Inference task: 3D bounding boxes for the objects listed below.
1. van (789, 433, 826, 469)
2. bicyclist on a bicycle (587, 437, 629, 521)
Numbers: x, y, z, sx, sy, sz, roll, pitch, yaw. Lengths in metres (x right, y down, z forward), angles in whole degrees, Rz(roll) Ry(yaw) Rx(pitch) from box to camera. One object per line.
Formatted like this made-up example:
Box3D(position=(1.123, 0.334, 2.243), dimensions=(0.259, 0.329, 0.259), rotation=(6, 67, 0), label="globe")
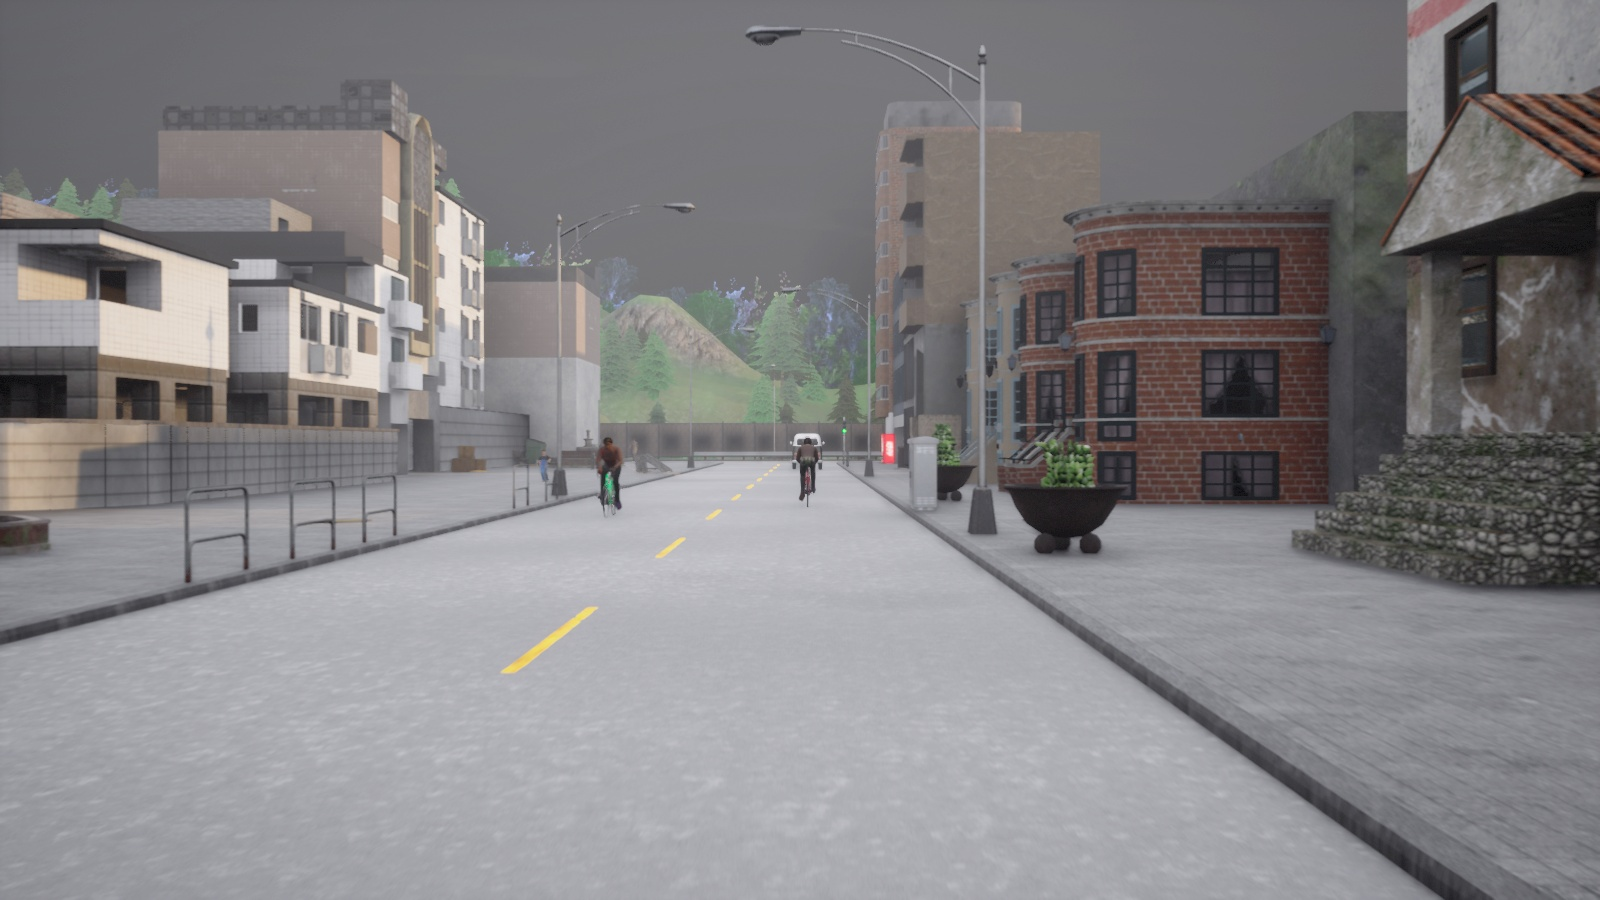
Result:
Box3D(position=(0.428, 0.059, 72.983), dimensions=(2.069, 2.038, 4.480), rotation=(0, 0, 0), label="van")
Box3D(position=(-3.842, 0.554, 25.172), dimensions=(0.582, 1.620, 1.656), rotation=(0, 1, 0), label="bicyclist on a bicycle")
